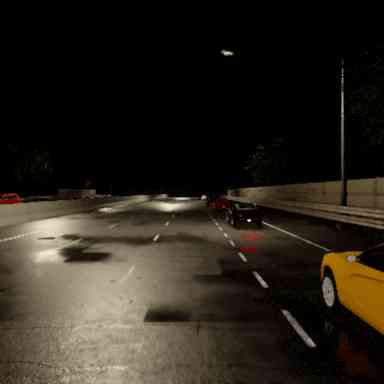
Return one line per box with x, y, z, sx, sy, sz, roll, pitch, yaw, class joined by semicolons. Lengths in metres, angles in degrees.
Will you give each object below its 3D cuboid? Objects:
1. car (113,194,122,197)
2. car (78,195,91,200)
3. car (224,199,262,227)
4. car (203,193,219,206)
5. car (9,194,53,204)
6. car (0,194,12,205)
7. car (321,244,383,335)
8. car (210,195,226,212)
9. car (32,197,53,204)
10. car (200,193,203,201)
-17.479;1.288;78.130;1.812;1.442;4.674;0;0;0;car
-24.480;1.417;75.663;1.994;1.385;4.181;0;0;0;car
3.506;1.489;22.816;1.837;1.490;4.892;0;0;0;car
3.513;1.223;55.852;2.150;2.045;5.566;0;0;0;car
-17.570;1.348;36.647;2.097;1.767;4.553;0;0;0;car
-21.069;1.221;36.556;2.150;2.045;5.566;0;0;0;car
3.501;1.394;4.692;1.882;1.535;5.008;0;0;0;car
3.510;1.475;39.308;1.882;1.535;5.008;0;0;0;car
-27.984;1.601;62.494;1.895;1.301;4.718;0;0;0;car
3.529;1.621;83.403;1.895;1.301;4.718;0;0;0;car
